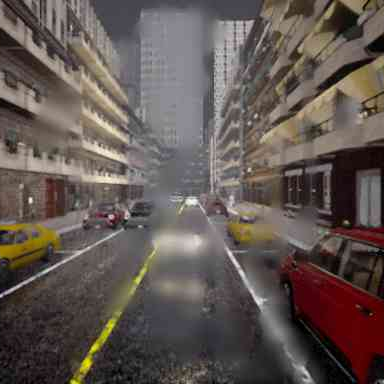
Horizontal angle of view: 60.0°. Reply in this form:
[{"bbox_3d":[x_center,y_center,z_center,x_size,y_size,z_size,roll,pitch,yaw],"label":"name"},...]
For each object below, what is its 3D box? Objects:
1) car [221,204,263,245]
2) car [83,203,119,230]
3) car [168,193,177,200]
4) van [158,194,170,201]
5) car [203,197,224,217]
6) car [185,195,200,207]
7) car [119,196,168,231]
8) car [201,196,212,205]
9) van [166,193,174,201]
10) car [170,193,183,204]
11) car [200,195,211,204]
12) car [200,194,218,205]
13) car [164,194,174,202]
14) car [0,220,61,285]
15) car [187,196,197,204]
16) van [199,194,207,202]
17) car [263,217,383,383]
[{"bbox_3d":[2.557,1.515,15.325,1.752,1.417,4.829,-1,0,0],"label":"car"},{"bbox_3d":[-5.323,1.427,20.684,1.967,1.590,4.097,-1,0,0],"label":"car"},{"bbox_3d":[-5.318,1.238,92.823,2.192,1.841,5.009,-1,0,0],"label":"car"},{"bbox_3d":[-5.321,1.296,59.529,1.690,1.788,3.998,-1,0,0],"label":"van"},{"bbox_3d":[2.229,1.504,30.496,1.812,1.442,4.674,0,0,0],"label":"car"},{"bbox_3d":[0.008,1.489,49.027,1.812,1.442,4.674,0,0,0],"label":"car"},{"bbox_3d":[-2.847,1.338,20.571,2.097,1.767,4.553,0,0,0],"label":"car"},{"bbox_3d":[2.561,1.480,59.717,1.752,1.417,4.829,-1,0,0],"label":"car"},{"bbox_3d":[-5.319,1.275,81.725,1.690,1.788,3.998,-1,0,0],"label":"van"},{"bbox_3d":[-2.774,1.180,61.809,2.150,2.045,5.566,0,0,1],"label":"car"},{"bbox_3d":[2.561,1.390,65.096,1.967,1.590,4.097,-1,0,0],"label":"car"},{"bbox_3d":[2.557,1.284,42.900,2.192,1.841,5.009,-1,0,0],"label":"car"},{"bbox_3d":[-5.318,1.380,76.176,1.967,1.590,4.097,-1,0,0],"label":"car"},{"bbox_3d":[-5.323,1.520,9.416,1.752,1.417,4.829,-1,0,0],"label":"car"},{"bbox_3d":[0.006,1.476,64.665,1.812,1.442,4.674,0,0,0],"label":"car"},{"bbox_3d":[2.561,1.281,76.194,1.690,1.788,3.998,-1,0,0],"label":"van"},{"bbox_3d":[2.554,1.312,4.057,2.192,1.841,5.009,-1,0,0],"label":"car"}]
